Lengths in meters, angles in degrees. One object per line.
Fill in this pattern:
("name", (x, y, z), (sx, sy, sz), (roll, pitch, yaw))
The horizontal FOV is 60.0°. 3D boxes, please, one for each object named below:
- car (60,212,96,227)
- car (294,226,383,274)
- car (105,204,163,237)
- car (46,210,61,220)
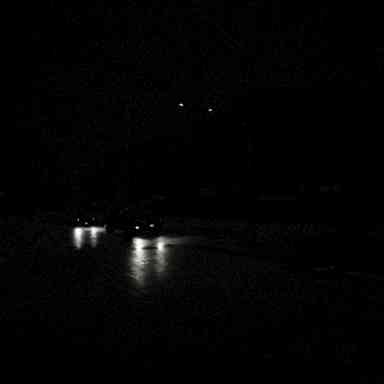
("car", (-11.204, 2.735, 33.043), (1.895, 1.301, 4.718), (0, -2, -35))
("car", (5.499, 1.709, 9.754), (1.895, 1.301, 4.718), (0, -1, -36))
("car", (-4.213, 1.888, 23.253), (2.150, 2.045, 5.566), (0, -2, -37))
("car", (-21.534, 3.597, 52.478), (1.994, 1.385, 4.181), (0, -2, -36))
